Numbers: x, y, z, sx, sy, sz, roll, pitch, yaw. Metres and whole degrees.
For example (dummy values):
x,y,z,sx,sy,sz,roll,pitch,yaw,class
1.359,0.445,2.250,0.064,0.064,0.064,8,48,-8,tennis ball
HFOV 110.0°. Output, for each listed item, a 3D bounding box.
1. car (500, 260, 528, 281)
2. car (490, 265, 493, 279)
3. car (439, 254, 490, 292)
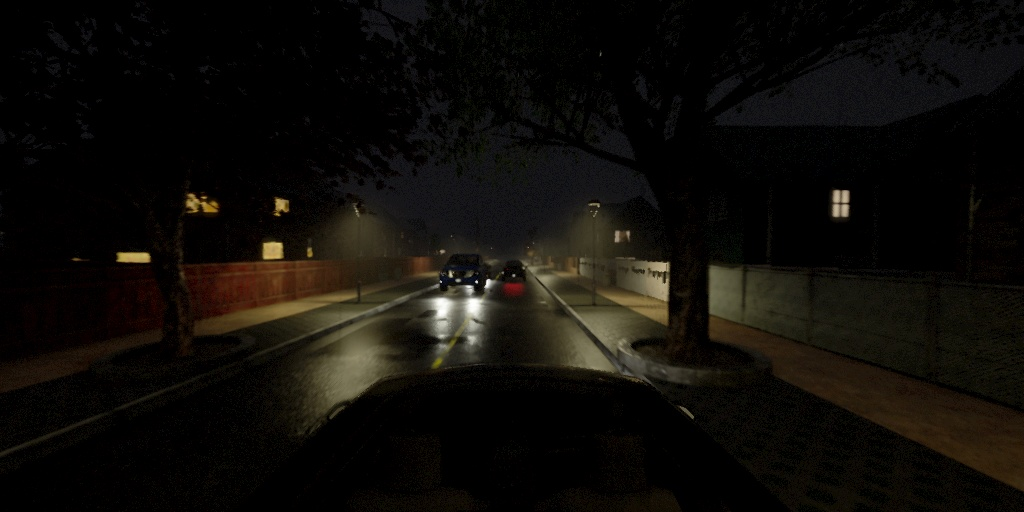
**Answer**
x,y,z,sx,sy,sz,roll,pitch,yaw,class
0.156,1.130,28.350,1.837,1.490,4.892,0,1,1,car
-2.654,1.173,30.349,1.994,1.385,4.181,0,0,0,car
-2.691,0.871,20.787,2.150,2.045,5.566,0,0,0,car
